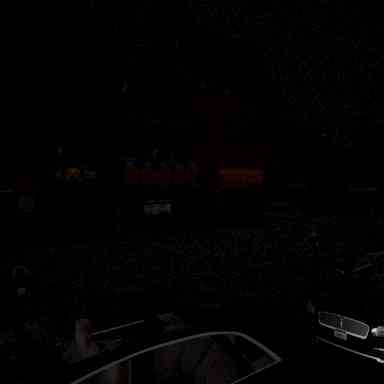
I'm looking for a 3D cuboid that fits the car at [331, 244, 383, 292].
[{"bbox_3d":[3.628,1.548,5.430,4.403,1.369,2.008,0,-2,-36],"label":"car"}]

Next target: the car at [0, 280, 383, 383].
[{"bbox_3d":[-0.805,1.550,2.261,4.403,1.369,2.008,0,-2,-36],"label":"car"}]
